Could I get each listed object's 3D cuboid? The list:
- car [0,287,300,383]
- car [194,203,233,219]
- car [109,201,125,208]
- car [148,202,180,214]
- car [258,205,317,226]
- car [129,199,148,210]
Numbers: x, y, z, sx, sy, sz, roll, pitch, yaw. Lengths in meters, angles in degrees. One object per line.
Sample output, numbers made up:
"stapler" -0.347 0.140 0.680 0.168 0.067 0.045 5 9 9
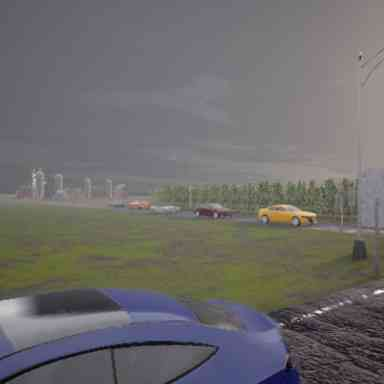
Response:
"car" -1.195 1.527 2.236 4.674 1.442 1.812 1 0 -36
"car" 2.179 1.896 34.525 1.882 1.535 5.008 1 -1 -34
"car" -14.563 2.333 64.169 1.994 1.385 4.181 1 -1 -34
"car" -3.461 2.112 42.770 1.895 1.301 4.718 1 -1 -34
"car" 7.566 1.809 26.676 1.882 1.535 5.008 1 -1 -34
"car" -8.839 2.027 55.830 2.097 1.767 4.553 1 -1 -34
